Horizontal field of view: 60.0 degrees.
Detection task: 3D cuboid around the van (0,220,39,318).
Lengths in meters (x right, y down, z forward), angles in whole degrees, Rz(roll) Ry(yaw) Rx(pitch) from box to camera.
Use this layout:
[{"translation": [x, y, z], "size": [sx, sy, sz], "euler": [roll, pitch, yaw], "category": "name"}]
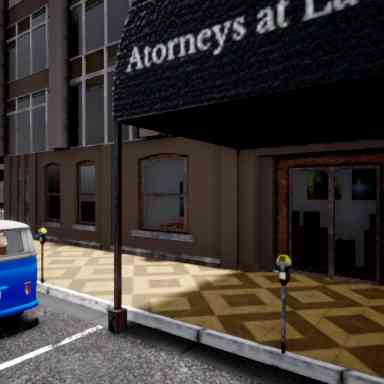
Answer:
[{"translation": [-4.509, 1.341, 6.080], "size": [3.998, 1.788, 1.690], "euler": [0, 0, 35], "category": "van"}]
